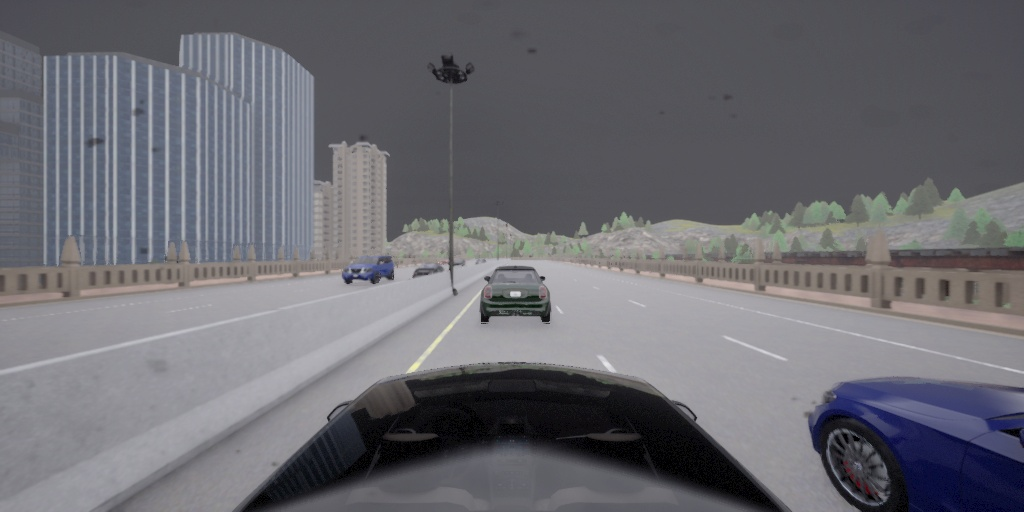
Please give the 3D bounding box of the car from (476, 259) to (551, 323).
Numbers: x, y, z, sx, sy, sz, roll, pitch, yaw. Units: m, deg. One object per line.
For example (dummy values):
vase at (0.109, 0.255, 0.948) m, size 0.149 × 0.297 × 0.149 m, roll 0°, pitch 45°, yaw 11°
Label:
car at (0.101, 1.101, 12.315) m, size 2.097 × 1.767 × 4.553 m, roll 0°, pitch 0°, yaw 0°

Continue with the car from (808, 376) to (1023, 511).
car at (3.600, 1.275, 1.276) m, size 1.812 × 1.442 × 4.674 m, roll 0°, pitch 0°, yaw 0°

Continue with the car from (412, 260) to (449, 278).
car at (-7.098, 1.296, 31.179) m, size 2.033 × 1.411 × 5.357 m, roll 0°, pitch 0°, yaw 0°

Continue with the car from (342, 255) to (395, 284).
car at (-10.597, 0.971, 27.030) m, size 2.150 × 2.045 × 5.566 m, roll 0°, pitch 0°, yaw 0°
